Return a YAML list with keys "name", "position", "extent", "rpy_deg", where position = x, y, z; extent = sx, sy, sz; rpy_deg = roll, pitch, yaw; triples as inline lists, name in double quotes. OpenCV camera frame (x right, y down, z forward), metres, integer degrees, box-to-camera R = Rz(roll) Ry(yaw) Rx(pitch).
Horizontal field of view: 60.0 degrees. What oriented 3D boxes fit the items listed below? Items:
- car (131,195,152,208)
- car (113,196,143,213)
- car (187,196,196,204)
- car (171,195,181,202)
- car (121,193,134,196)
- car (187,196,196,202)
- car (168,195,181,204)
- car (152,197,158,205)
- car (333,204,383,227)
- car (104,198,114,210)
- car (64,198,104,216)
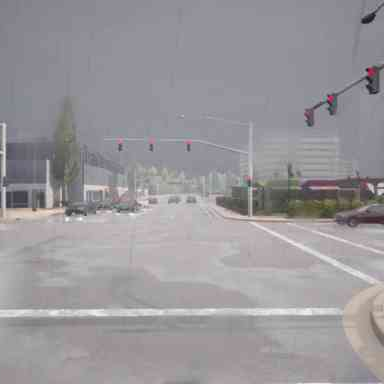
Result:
- name: "car"
  position: [-7.172, 1.526, 46.861]
  extent: [1.812, 1.442, 4.674]
  rpy_deg: [0, 0, 0]
- name: "car"
  position: [-7.163, 1.505, 37.675]
  extent: [1.837, 1.490, 4.892]
  rpy_deg: [0, 0, 0]
- name: "car"
  position: [-0.108, 1.491, 64.565]
  extent: [2.128, 1.511, 4.902]
  rpy_deg: [0, 0, 0]
- name: "car"
  position: [-3.625, 1.425, 74.832]
  extent: [1.994, 1.385, 4.181]
  rpy_deg: [0, 0, 0]
- name: "car"
  position: [-10.681, 1.220, 54.760]
  extent: [2.150, 2.045, 5.566]
  rpy_deg: [0, 0, 0]
- name: "car"
  position: [-0.125, 1.468, 74.870]
  extent: [1.895, 1.301, 4.718]
  rpy_deg: [0, 0, 0]
- name: "car"
  position: [-3.608, 1.547, 64.559]
  extent: [2.033, 1.411, 5.357]
  rpy_deg: [0, 0, 0]
- name: "car"
  position: [-7.172, 1.564, 58.862]
  extent: [1.994, 1.385, 4.181]
  rpy_deg: [0, 0, 0]
- name: "car"
  position: [11.769, 1.526, 21.917]
  extent: [4.674, 1.442, 1.812]
  rpy_deg: [0, 0, 1]
- name: "car"
  position: [-10.669, 1.505, 42.139]
  extent: [1.837, 1.490, 4.892]
  rpy_deg: [0, 0, 0]
- name: "car"
  position: [-10.654, 1.547, 32.583]
  extent: [2.033, 1.411, 5.357]
  rpy_deg: [0, 0, 0]
